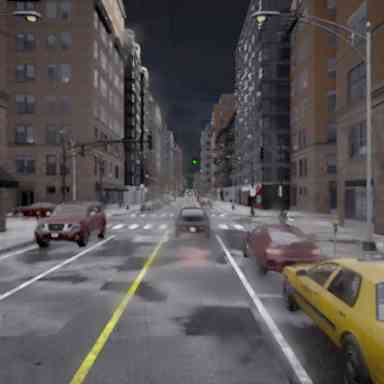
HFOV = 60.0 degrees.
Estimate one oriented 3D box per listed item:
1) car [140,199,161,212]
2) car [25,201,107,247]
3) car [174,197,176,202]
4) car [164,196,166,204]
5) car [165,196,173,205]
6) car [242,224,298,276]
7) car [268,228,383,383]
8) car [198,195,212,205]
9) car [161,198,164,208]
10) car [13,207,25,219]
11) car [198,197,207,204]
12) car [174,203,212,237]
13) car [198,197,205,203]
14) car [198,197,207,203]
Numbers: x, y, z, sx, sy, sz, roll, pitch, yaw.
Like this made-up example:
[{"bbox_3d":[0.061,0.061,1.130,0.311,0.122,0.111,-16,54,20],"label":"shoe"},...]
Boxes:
[{"bbox_3d":[-5.502,1.787,42.115,2.008,1.369,4.403,0,0,0],"label":"car"},{"bbox_3d":[-5.428,1.408,15.654,2.192,1.841,5.009,0,0,0],"label":"car"},{"bbox_3d":[-5.640,2.010,91.029,1.752,1.417,4.829,0,0,0],"label":"car"},{"bbox_3d":[-5.532,1.818,52.853,1.752,1.417,4.829,0,0,0],"label":"car"},{"bbox_3d":[-5.579,1.941,69.385,1.947,1.339,4.313,0,0,0],"label":"car"},{"bbox_3d":[2.612,1.635,10.253,1.802,1.307,4.206,0,0,0],"label":"car"},{"bbox_3d":[2.627,1.550,5.011,1.752,1.417,4.829,0,0,0],"label":"car"},{"bbox_3d":[2.477,1.751,58.493,1.967,1.590,4.097,0,0,0],"label":"car"},{"bbox_3d":[-5.518,1.810,47.570,1.887,1.381,4.507,0,0,0],"label":"car"},{"bbox_3d":[-13.614,1.610,30.233,5.008,1.535,1.882,0,-1,1],"label":"car"},{"bbox_3d":[2.431,1.937,74.856,1.887,1.381,4.507,0,0,0],"label":"car"},{"bbox_3d":[0.038,1.607,18.615,1.837,1.490,4.892,0,0,0],"label":"car"},{"bbox_3d":[2.400,1.973,85.934,1.752,1.417,4.829,0,0,0],"label":"car"},{"bbox_3d":[2.416,1.970,80.310,2.008,1.369,4.403,0,0,0],"label":"car"}]
